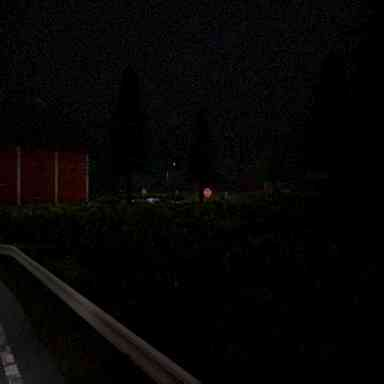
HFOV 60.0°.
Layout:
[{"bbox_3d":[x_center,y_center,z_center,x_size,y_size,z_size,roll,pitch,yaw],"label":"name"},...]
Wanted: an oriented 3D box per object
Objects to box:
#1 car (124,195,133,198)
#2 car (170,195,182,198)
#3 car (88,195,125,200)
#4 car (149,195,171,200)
[{"bbox_3d":[-17.789,1.532,89.540,1.816,1.474,4.193,0,0,32],"label":"car"},{"bbox_3d":[-3.231,1.228,61.391,1.882,1.535,5.008,0,0,33],"label":"car"},{"bbox_3d":[-12.226,1.550,47.520,1.812,1.442,4.674,0,0,33],"label":"car"},{"bbox_3d":[-5.616,1.594,51.186,1.994,1.385,4.181,0,0,33],"label":"car"}]
